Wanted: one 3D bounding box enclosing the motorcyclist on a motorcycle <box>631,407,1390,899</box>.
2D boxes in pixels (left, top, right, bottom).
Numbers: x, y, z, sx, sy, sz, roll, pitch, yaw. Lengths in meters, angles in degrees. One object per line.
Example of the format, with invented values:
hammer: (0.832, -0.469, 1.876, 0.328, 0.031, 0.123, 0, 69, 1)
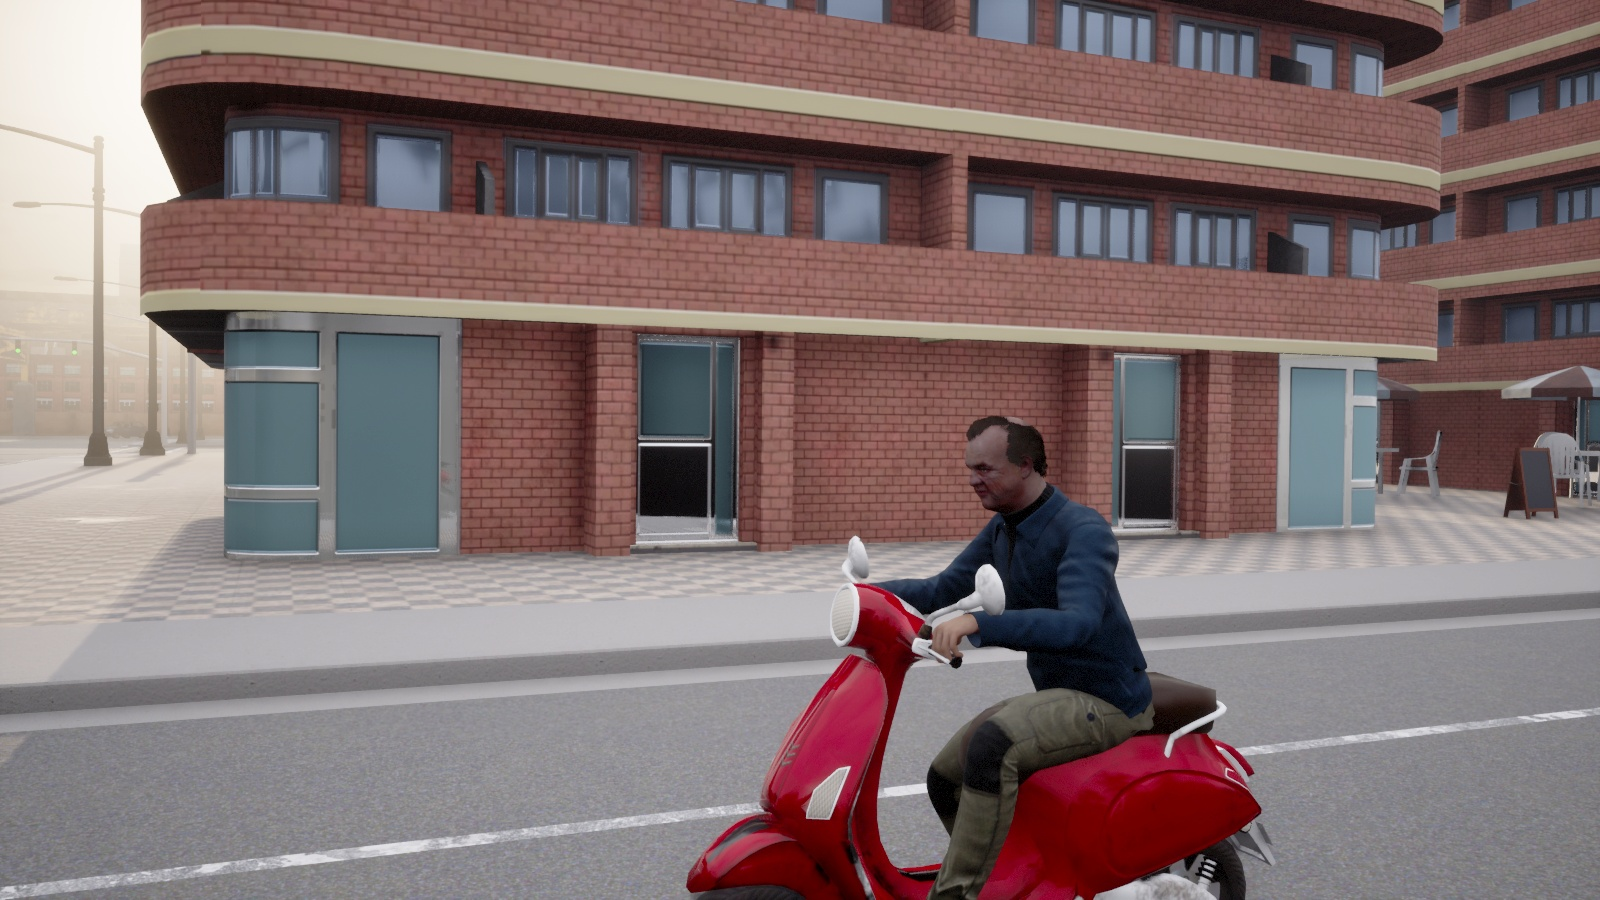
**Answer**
motorcyclist on a motorcycle: (0.546, 0.691, 3.382, 1.817, 1.590, 0.866, -1, 1, -21)
